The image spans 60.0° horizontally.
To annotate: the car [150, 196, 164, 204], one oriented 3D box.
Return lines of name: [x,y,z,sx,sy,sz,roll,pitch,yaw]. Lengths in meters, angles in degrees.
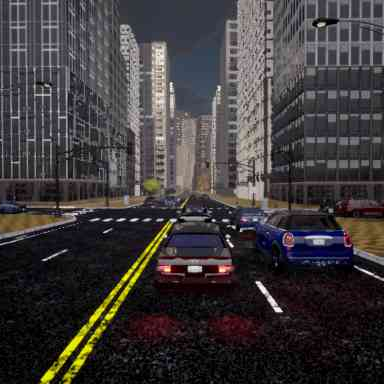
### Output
car: [-6.446,1.497,62.373,2.033,1.411,5.357,0,0,0]

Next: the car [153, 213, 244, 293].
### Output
car: [0.110,1.543,8.974,2.033,1.411,5.357,0,0,1]

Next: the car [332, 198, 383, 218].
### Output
car: [16.258,1.517,31.003,5.009,1.841,2.192,1,0,1]

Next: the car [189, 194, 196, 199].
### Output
car: [0.169,1.278,92.240,2.033,1.411,5.357,0,0,0]

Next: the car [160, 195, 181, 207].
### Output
car: [-3.229,1.315,50.653,2.097,1.767,4.553,0,0,-1]

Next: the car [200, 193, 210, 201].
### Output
car: [3.401,1.392,81.814,1.882,1.535,5.008,0,0,0]

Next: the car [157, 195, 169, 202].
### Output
car: [-6.367,1.475,73.445,2.033,1.411,5.357,0,0,0]

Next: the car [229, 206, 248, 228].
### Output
car: [3.388,1.536,20.329,2.033,1.411,5.357,0,0,0]

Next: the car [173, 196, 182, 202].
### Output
car: [-3.119,1.532,72.248,1.895,1.301,4.718,0,0,0]

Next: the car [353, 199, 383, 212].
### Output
car: [21.881,1.640,39.279,4.829,1.417,1.752,1,0,1]

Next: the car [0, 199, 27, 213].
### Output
car: [-19.952,1.384,34.257,5.357,1.411,2.033,1,1,1]

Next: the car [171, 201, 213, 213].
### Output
car: [0.135,1.481,18.719,2.128,1.511,4.902,0,0,0]

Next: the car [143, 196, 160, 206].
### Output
car: [-6.498,1.466,52.493,1.837,1.490,4.892,0,0,0]

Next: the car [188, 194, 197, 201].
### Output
car: [0.150,1.414,81.823,1.837,1.490,4.892,0,0,0]

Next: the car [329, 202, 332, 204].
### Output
car: [16.482,1.614,36.811,4.892,1.490,1.837,0,1,-1]

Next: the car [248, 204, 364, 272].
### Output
car: [3.369,1.347,10.944,2.097,1.767,4.553,0,0,0]

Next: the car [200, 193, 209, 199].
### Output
car: [3.419,1.093,92.203,2.097,1.767,4.553,0,0,0]
